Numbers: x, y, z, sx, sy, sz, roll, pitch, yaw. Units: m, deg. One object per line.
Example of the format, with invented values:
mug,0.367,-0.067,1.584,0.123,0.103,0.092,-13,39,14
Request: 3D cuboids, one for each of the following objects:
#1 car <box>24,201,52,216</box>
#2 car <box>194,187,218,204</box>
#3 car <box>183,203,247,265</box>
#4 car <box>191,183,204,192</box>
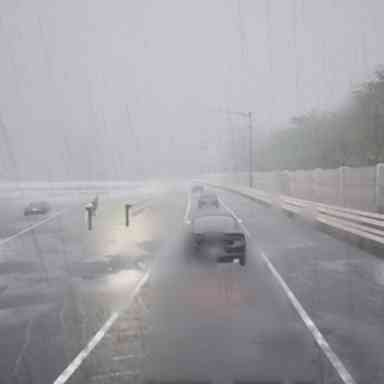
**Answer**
car,-15.319,1.591,33.186,1.994,1.385,4.181,-1,1,-15
car,1.503,0.647,32.222,2.128,1.511,4.902,-1,3,1
car,0.769,1.424,11.600,1.882,1.535,5.008,-1,1,3
car,0.953,-0.767,57.308,1.837,1.490,4.892,-1,4,-3
